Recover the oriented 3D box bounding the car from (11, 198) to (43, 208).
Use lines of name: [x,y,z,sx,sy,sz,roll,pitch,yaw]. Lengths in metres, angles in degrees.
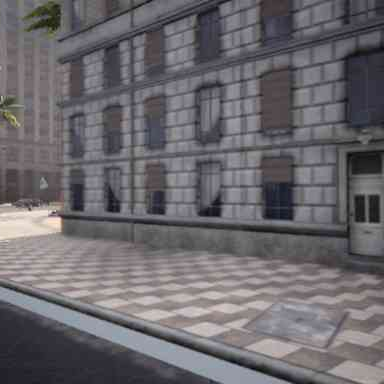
car: [-26.260,1.776,53.175,1.837,1.490,4.892,-1,-1,30]
